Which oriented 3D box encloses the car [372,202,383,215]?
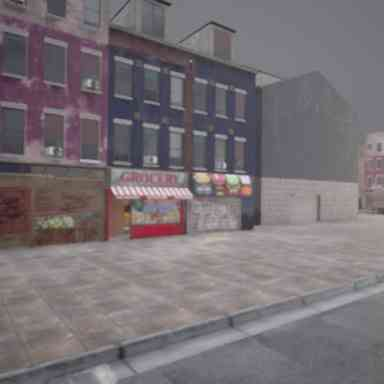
[{"bbox_3d":[25.171,2.020,41.610,2.097,1.767,4.553,1,-1,-36],"label":"car"}]
